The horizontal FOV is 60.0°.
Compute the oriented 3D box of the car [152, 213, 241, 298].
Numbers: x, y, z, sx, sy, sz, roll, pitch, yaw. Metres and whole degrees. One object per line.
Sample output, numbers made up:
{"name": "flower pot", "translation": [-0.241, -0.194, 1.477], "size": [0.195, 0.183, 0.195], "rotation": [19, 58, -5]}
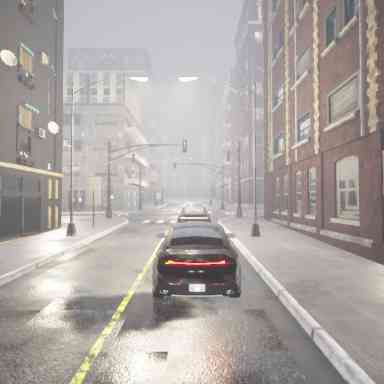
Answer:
{"name": "car", "translation": [0.106, 1.511, 8.521], "size": [1.837, 1.490, 4.892], "rotation": [0, 0, 0]}

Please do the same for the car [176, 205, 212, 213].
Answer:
{"name": "car", "translation": [0.130, 1.511, 18.913], "size": [2.128, 1.511, 4.902], "rotation": [0, 0, 0]}
